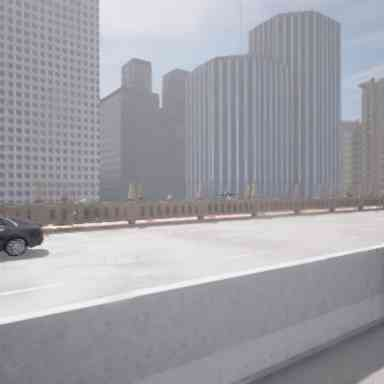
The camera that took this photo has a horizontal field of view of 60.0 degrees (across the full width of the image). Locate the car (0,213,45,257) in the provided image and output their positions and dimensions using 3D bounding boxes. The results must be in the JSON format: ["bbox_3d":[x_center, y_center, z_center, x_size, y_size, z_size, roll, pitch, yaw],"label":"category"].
[{"bbox_3d":[-7.710,1.505,11.391,4.892,1.490,1.837,0,0,-35],"label":"car"}]
